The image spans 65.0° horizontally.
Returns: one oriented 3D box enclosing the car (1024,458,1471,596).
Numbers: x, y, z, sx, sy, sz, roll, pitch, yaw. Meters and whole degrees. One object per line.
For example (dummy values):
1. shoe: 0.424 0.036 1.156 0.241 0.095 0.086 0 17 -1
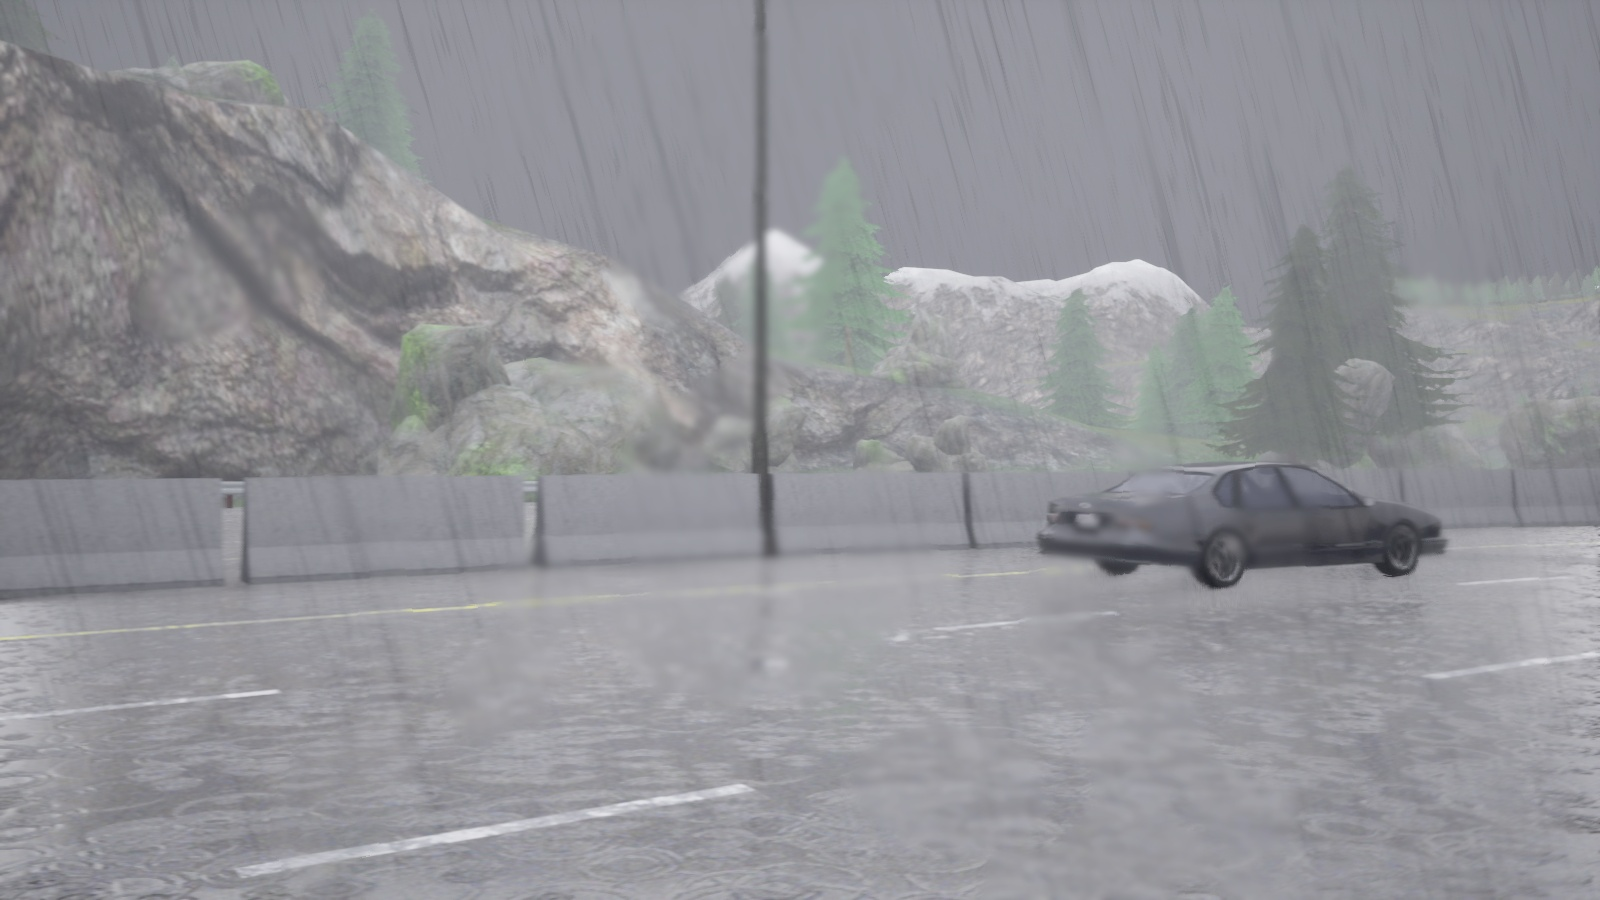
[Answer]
1. car: 5.478 0.813 15.180 5.357 1.411 2.033 0 0 -28
